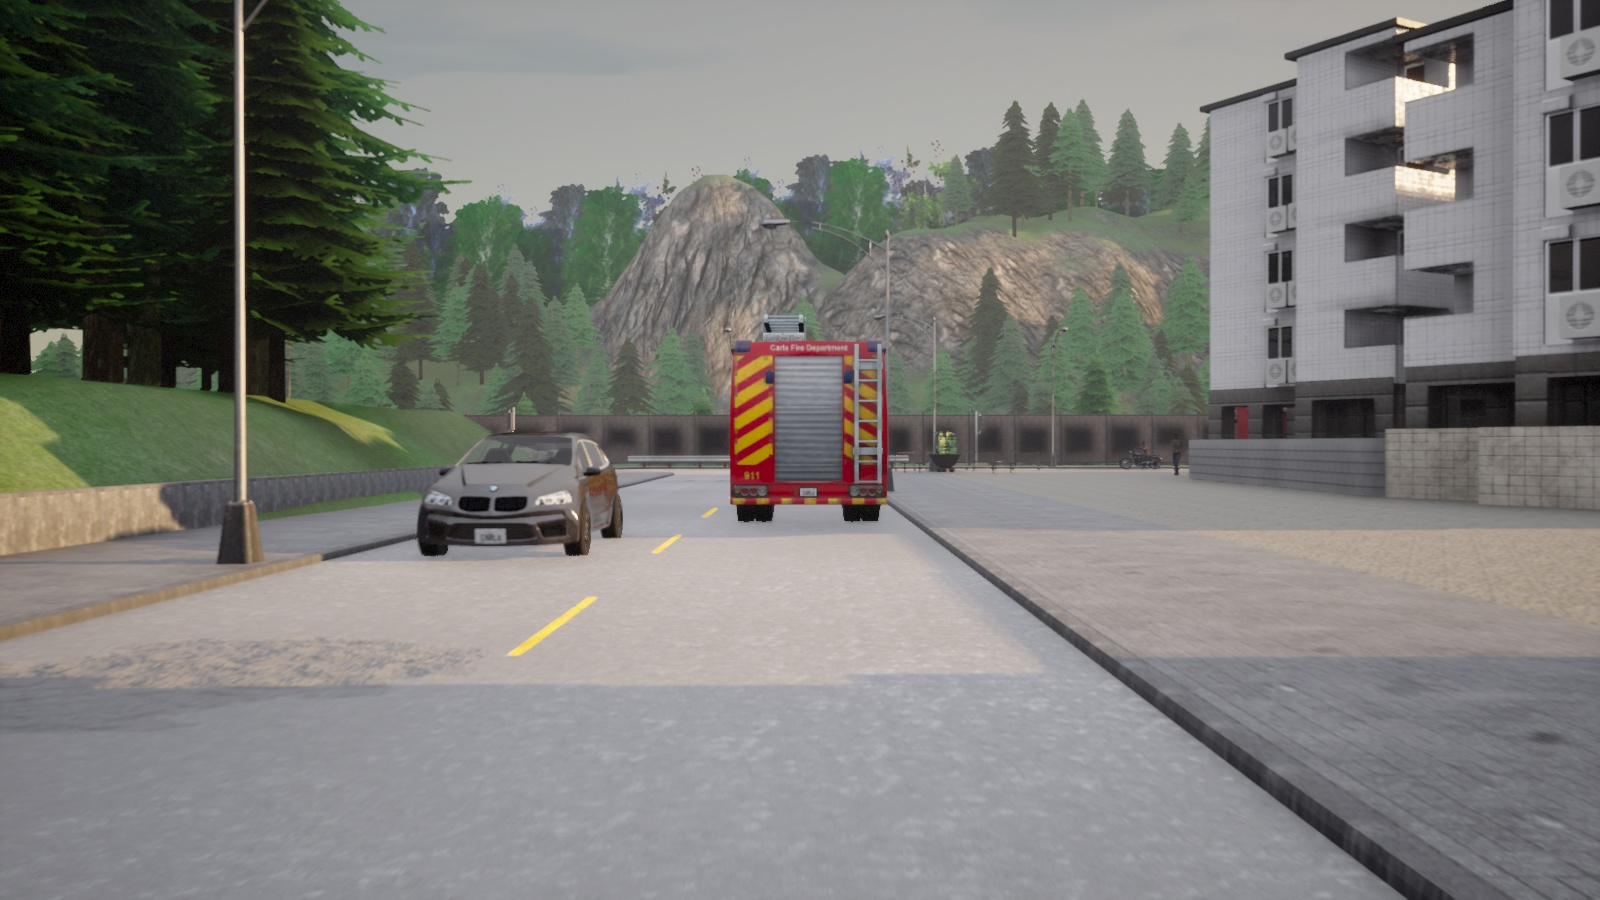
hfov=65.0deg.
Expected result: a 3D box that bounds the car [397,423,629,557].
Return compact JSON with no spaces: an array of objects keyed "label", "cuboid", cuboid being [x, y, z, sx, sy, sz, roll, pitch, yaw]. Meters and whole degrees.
[{"label":"car","cuboid":[-3.882,0.487,17.922,2.242,1.667,4.611,0,0,0]}]

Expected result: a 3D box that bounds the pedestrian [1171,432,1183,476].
[{"label":"pedestrian","cuboid":[15.564,0.177,51.860,0.328,1.805,0.869,0,0,28]}]

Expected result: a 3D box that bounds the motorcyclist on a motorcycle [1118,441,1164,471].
[{"label":"motorcyclist on a motorcycle","cuboid":[18.920,0.319,69.712,2.350,1.649,0.766,0,0,0]}]

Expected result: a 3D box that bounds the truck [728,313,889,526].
[{"label":"truck","cuboid":[0.171,-0.569,26.760,2.891,3.827,8.468,0,0,0]}]
